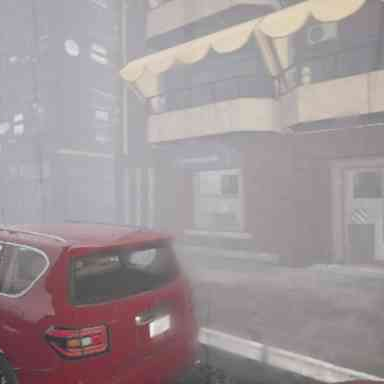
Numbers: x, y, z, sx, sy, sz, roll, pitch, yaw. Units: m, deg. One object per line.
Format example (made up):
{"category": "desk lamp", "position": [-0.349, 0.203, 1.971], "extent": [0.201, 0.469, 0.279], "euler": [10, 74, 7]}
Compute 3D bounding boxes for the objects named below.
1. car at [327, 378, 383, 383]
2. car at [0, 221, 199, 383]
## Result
{"category": "car", "position": [2.360, 1.583, 1.163], "extent": [4.206, 1.307, 1.802], "euler": [0, -1, 36]}
{"category": "car", "position": [-2.241, 1.314, 4.453], "extent": [5.009, 1.841, 2.192], "euler": [0, -1, 36]}
